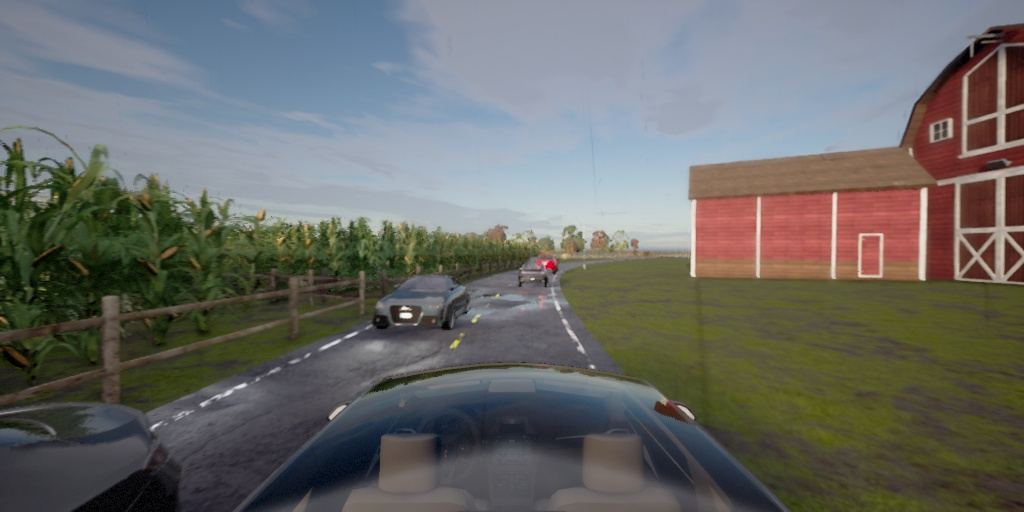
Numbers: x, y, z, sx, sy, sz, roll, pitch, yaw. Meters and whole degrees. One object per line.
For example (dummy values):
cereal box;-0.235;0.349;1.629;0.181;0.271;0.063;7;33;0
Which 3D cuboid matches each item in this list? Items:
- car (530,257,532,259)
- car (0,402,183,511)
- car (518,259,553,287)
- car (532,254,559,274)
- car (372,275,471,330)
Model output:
car;3.294;0.910;50.317;2.097;1.767;4.553;1;0;14
car;-2.752;1.272;0.104;1.812;1.442;4.674;0;0;0
car;1.482;1.179;23.957;2.128;1.511;4.902;0;0;6
car;3.990;0.845;40.098;2.150;2.045;5.566;0;1;11
car;-2.518;1.283;10.891;1.994;1.385;4.181;0;0;4
